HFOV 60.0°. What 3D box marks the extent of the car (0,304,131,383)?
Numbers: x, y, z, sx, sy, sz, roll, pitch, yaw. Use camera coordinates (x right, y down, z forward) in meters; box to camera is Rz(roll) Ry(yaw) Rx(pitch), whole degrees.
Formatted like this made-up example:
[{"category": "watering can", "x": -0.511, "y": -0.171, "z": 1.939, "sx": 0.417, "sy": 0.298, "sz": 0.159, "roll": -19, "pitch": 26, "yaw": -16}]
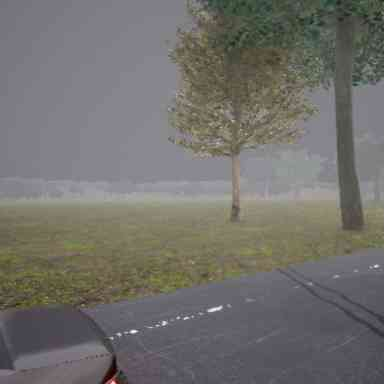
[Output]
[{"category": "car", "x": -3.027, "y": 1.552, "z": 1.831, "sx": 5.357, "sy": 1.411, "sz": 2.033, "roll": 0, "pitch": 0, "yaw": -35}]
